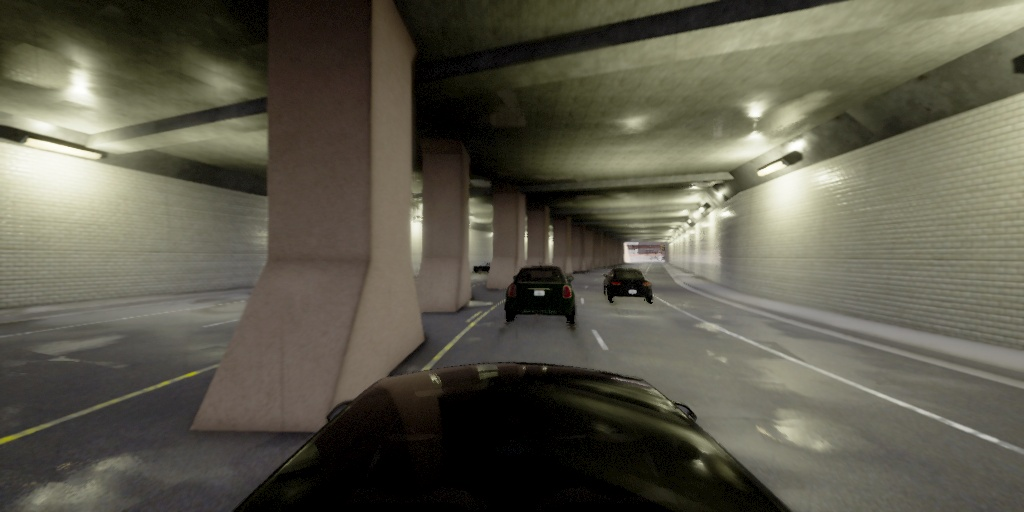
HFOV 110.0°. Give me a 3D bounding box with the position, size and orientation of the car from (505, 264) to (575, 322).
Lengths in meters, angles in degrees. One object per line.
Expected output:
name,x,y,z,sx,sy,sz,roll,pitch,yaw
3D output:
car,1.057,1.089,12.423,2.097,1.767,4.553,0,0,7

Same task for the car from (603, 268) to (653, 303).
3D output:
car,5.307,1.281,16.757,1.812,1.442,4.674,0,0,11

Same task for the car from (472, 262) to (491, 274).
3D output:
car,-2.499,1.266,39.384,1.895,1.301,4.718,0,0,22
